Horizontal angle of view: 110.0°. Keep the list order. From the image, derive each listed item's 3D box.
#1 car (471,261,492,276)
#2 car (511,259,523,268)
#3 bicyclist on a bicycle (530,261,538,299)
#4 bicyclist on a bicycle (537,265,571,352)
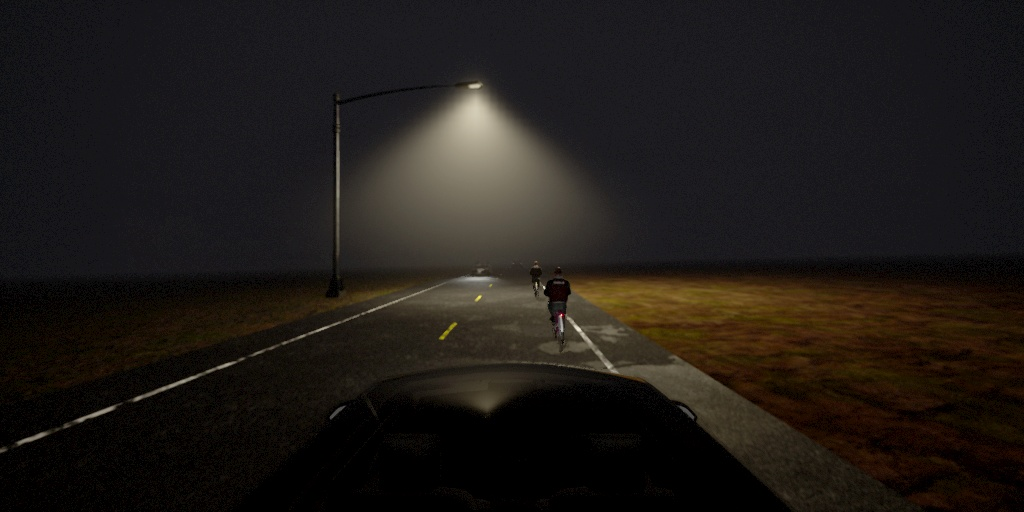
[{"bbox_3d":[-3.090,1.249,37.312,2.128,1.511,4.902,0,0,1],"label":"car"},{"bbox_3d":[0.826,1.324,59.576,2.033,1.411,5.357,0,0,0],"label":"car"},{"bbox_3d":[1.140,1.123,17.051,0.659,1.776,1.843,0,0,1],"label":"bicyclist on a bicycle"},{"bbox_3d":[1.013,1.122,8.082,0.659,1.776,1.843,0,0,1],"label":"bicyclist on a bicycle"}]
